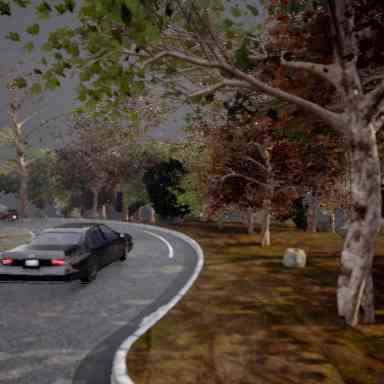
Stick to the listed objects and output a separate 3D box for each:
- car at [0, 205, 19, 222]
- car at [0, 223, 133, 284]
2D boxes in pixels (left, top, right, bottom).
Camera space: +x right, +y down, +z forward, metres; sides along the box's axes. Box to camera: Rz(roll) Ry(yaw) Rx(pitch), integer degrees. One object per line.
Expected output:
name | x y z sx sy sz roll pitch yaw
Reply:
car | -16.696 1.797 27.365 4.892 1.490 1.837 0 -2 13
car | -3.303 1.631 9.888 2.033 1.411 5.357 0 0 6
